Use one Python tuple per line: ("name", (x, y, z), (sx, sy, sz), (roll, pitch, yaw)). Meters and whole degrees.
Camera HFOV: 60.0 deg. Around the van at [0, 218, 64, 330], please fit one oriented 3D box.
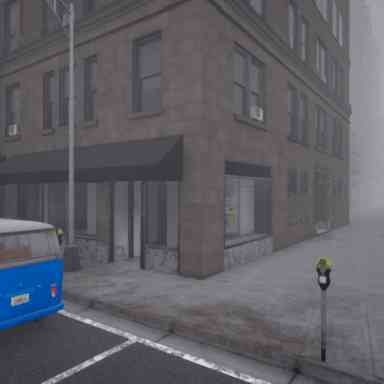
("van", (-4.024, 1.339, 5.949), (3.998, 1.788, 1.690), (0, 0, 36))
